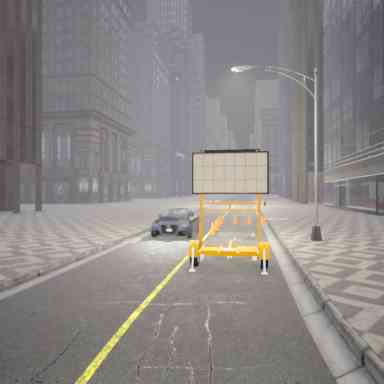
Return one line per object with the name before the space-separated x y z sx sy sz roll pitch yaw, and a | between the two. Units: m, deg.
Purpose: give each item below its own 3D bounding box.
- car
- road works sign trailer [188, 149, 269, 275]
car | -0.738 1.556 17.225 1.994 1.385 4.181 0 0 9
road works sign trailer | 1.215 0.459 10.613 2.380 3.560 2.880 0 0 9
